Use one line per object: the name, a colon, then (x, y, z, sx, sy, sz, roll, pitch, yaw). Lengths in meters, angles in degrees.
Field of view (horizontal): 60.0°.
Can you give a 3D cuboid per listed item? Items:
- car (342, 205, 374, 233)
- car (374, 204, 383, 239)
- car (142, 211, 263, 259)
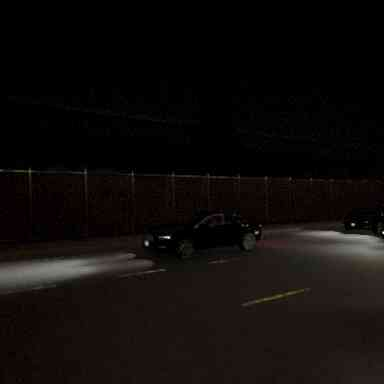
car: (10.750, 1.503, 19.300, 4.892, 1.490, 1.837, 0, 0, -33)
car: (10.635, 1.352, 15.064, 4.553, 1.767, 2.097, 0, 0, -33)
car: (0.517, 1.492, 12.672, 4.902, 1.511, 2.128, 0, 0, -33)
